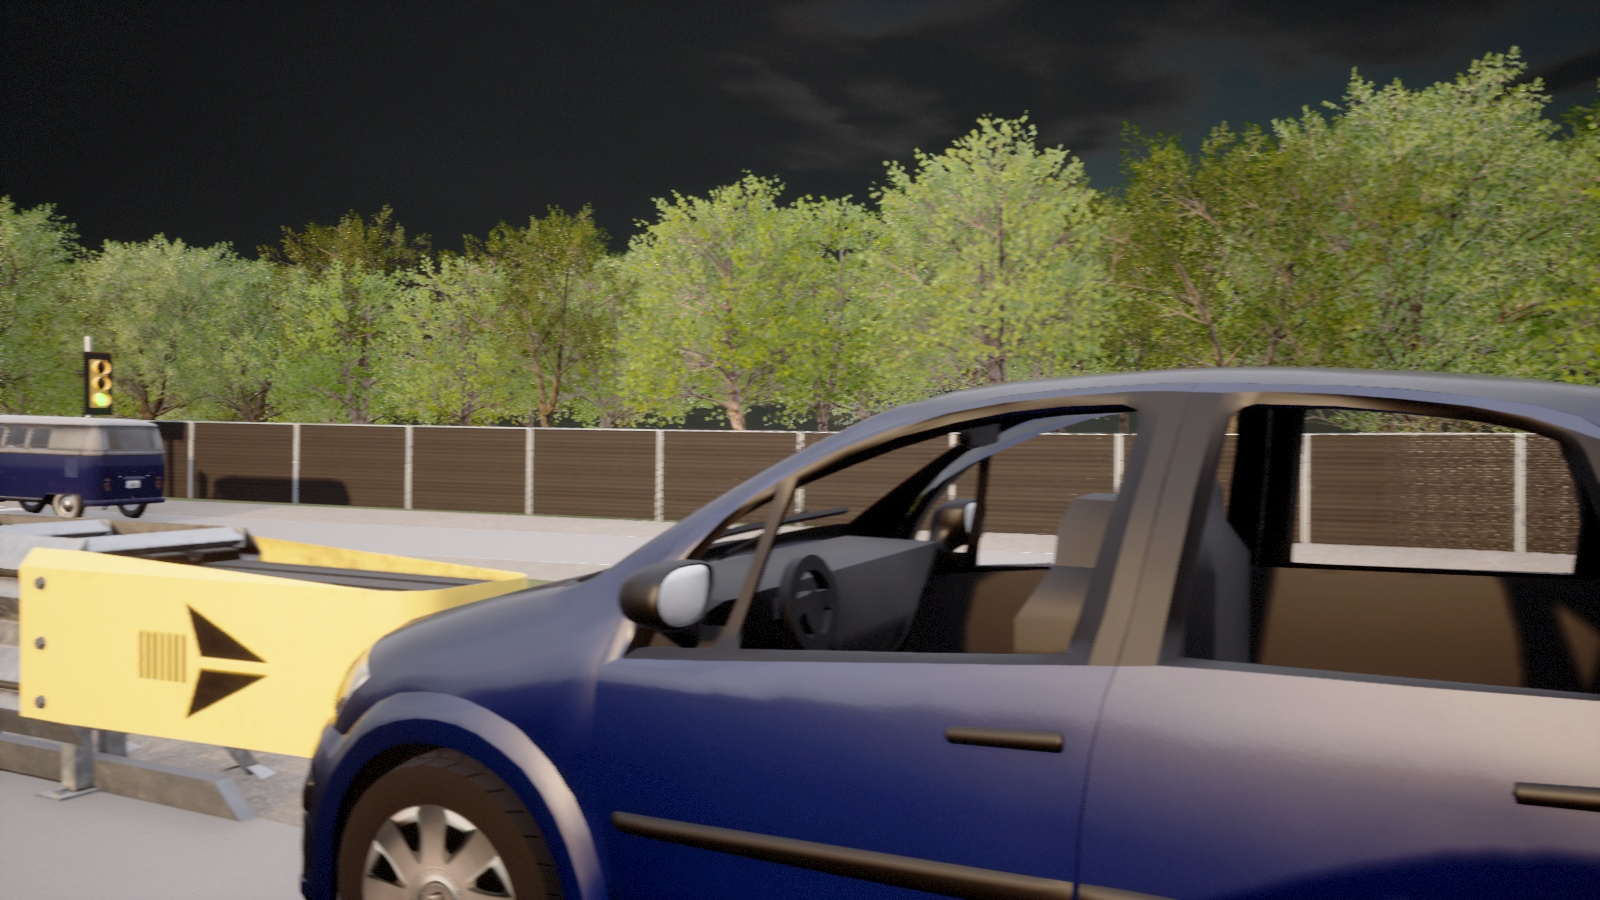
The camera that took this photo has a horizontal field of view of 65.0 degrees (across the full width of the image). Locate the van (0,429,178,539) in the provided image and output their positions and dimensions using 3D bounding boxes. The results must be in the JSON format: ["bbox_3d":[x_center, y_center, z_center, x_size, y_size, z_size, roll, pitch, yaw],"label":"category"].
[{"bbox_3d":[-14.540,0.586,24.380,4.442,1.987,1.775,1,1,18],"label":"van"}]

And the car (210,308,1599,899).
[{"bbox_3d":[0.682,0.553,3.114,3.988,1.617,1.851,0,3,30],"label":"car"}]
